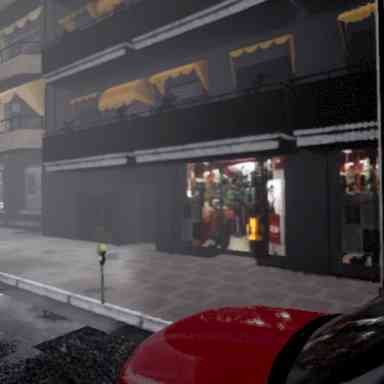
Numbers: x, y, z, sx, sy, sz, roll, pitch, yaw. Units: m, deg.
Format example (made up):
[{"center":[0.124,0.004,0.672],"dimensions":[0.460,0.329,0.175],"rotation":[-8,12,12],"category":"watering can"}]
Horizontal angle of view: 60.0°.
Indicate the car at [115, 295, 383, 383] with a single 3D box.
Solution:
[{"center":[1.747,1.317,1.460],"dimensions":[5.009,1.841,2.192],"rotation":[0,-1,36],"category":"car"}]
